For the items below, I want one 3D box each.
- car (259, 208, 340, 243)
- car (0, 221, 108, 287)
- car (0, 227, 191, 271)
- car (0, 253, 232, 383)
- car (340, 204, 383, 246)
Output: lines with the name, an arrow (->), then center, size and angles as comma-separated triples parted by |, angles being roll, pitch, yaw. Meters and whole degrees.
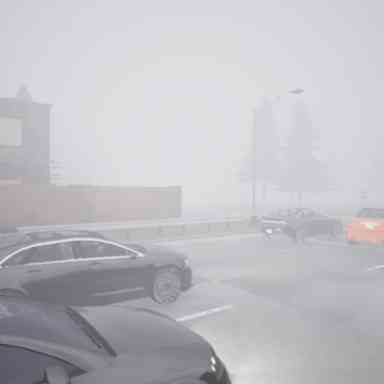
car -> 5.418, 1.522, 16.227 | 4.902, 1.511, 2.128 | 0, 0, -35
car -> -4.871, 1.603, 8.870 | 4.718, 1.301, 1.895 | 0, 0, -36
car -> -2.214, 1.495, 6.468 | 4.902, 1.511, 2.128 | 0, 0, -36
car -> -1.677, 1.564, 2.548 | 4.181, 1.385, 1.994 | 0, 0, -36
car -> 8.689, 1.383, 14.260 | 4.553, 1.767, 2.097 | 0, 0, -35
